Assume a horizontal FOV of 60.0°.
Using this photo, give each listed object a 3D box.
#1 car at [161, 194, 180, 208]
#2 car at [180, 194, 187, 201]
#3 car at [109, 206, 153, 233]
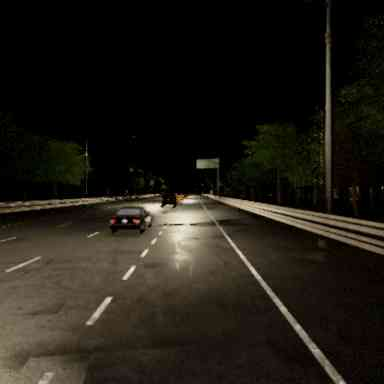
[{"bbox_3d":[-3.364,1.260,50.363,2.150,2.045,5.566,0,0,0],"label":"car"},{"bbox_3d":[-3.088,1.521,87.504,1.882,1.535,5.008,0,0,1],"label":"car"},{"bbox_3d":[-3.480,1.560,19.705,2.033,1.411,5.357,0,0,0],"label":"car"}]
